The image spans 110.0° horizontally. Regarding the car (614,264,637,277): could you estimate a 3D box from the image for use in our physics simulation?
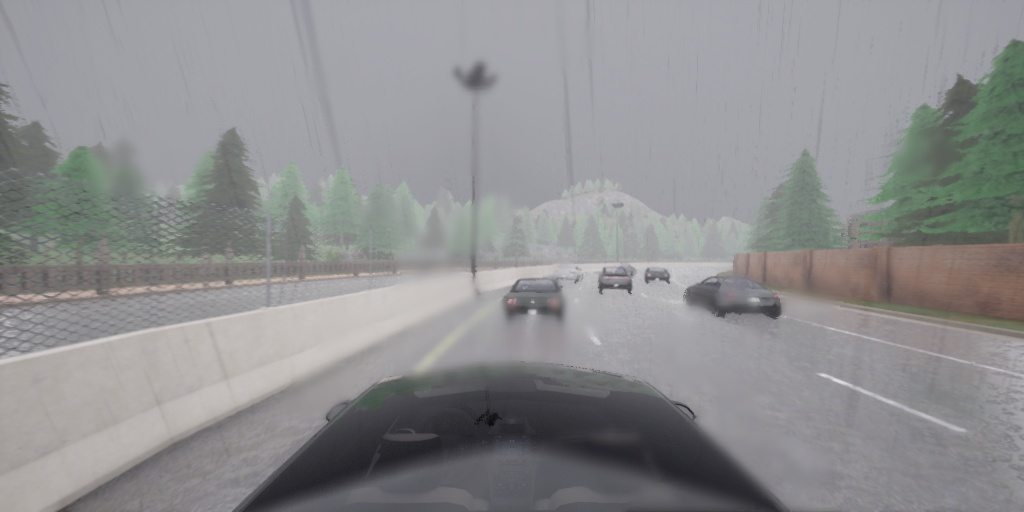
[{"bbox_3d":[13.126,1.606,41.378,1.994,1.385,4.181,0,0,26],"label":"car"}]

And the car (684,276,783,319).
[{"bbox_3d":[8.113,1.429,13.549,1.994,1.385,4.181,0,0,8],"label":"car"}]

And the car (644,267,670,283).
[{"bbox_3d":[12.323,1.582,30.658,1.895,1.301,4.718,0,0,19],"label":"car"}]

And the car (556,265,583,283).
[{"bbox_3d":[4.852,1.456,30.261,1.812,1.442,4.674,0,0,18],"label":"car"}]

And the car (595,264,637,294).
[{"bbox_3d":[6.120,1.387,21.685,2.128,1.511,4.902,0,0,12],"label":"car"}]

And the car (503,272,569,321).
[{"bbox_3d":[0.916,1.414,12.798,1.895,1.301,4.718,0,0,7],"label":"car"}]
